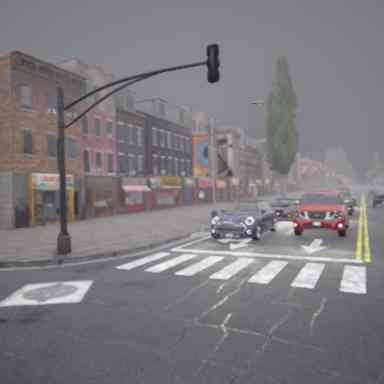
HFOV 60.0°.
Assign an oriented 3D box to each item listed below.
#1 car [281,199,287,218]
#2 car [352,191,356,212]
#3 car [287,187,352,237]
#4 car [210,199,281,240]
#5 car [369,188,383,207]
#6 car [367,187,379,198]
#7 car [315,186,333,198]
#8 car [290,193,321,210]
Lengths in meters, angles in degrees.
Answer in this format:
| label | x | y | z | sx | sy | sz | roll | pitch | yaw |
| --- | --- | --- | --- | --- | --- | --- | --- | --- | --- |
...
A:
| label | x | y | z | sx | sy | sz | roll | pitch | yaw |
| --- | --- | --- | --- | --- | --- | --- | --- | --- | --- |
| car | 6.513 | 1.183 | 23.593 | 1.994 | 1.385 | 4.181 | -2 | 1 | 28 |
| car | 11.247 | 0.656 | 25.691 | 2.150 | 2.045 | 5.566 | -2 | 1 | 28 |
| car | 6.493 | 0.920 | 16.487 | 2.150 | 2.045 | 5.566 | -2 | 1 | 27 |
| car | 2.574 | 1.180 | 15.945 | 2.097 | 1.767 | 4.553 | -2 | 1 | 27 |
| car | 18.192 | 0.623 | 31.698 | 1.837 | 1.490 | 4.892 | -2 | 1 | 27 |
| car | 27.503 | 0.057 | 50.053 | 2.128 | 1.511 | 4.902 | -2 | 1 | 27 |
| car | 19.025 | -0.005 | 47.786 | 1.837 | 1.490 | 4.892 | -2 | 1 | 27 |
| car | 11.260 | 0.888 | 32.766 | 2.033 | 1.411 | 5.357 | -2 | 1 | 28 |
